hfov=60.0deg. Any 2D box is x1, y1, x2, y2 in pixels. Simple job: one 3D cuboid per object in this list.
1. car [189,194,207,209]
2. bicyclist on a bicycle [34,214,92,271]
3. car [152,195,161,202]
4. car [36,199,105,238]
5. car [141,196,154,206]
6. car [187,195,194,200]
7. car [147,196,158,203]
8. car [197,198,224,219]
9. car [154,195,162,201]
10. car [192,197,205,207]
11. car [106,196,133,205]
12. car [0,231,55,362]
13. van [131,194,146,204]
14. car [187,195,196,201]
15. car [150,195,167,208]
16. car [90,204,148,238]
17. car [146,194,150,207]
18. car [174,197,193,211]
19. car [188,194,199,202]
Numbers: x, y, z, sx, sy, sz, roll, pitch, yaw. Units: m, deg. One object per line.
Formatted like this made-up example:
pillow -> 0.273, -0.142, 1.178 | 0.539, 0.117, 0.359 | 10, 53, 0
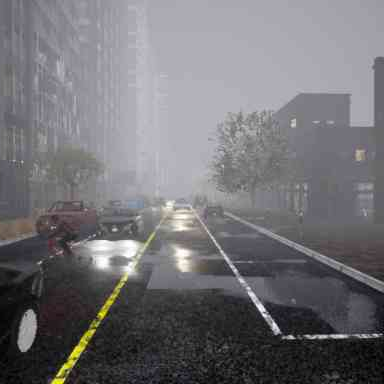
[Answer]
car -> 1.150, 1.300, 46.275 | 2.192, 1.841, 5.009 | -1, 0, -2
bicyclist on a bicycle -> -3.693, 1.452, 9.461 | 1.656, 1.620, 0.582 | -2, 0, -2
car -> -8.350, 1.498, 79.019 | 1.752, 1.417, 4.829 | -1, 0, -2
car -> -6.359, 1.310, 17.611 | 2.192, 1.841, 5.009 | -1, 0, -2
car -> -7.595, 1.506, 56.893 | 1.752, 1.417, 4.829 | -1, 0, -2
car -> -0.357, 1.551, 90.526 | 1.802, 1.307, 4.206 | -1, 0, -2
car -> -7.978, 1.522, 68.126 | 1.887, 1.381, 4.507 | -1, 0, -2
car -> 1.756, 1.542, 28.947 | 2.008, 1.369, 4.403 | -1, 0, -2
car -> -8.539, 1.496, 84.550 | 1.752, 1.417, 4.829 | -1, 0, -2
car -> 0.959, 1.509, 51.977 | 1.752, 1.417, 4.829 | -1, 0, -2
car -> -6.645, 1.431, 28.677 | 1.967, 1.590, 4.097 | -1, 0, -2
car -> -3.145, 1.477, 3.111 | 1.882, 1.535, 5.008 | 0, 0, -2
van -> -7.037, 1.328, 40.468 | 1.690, 1.788, 3.998 | -1, 0, -2
car -> -0.168, 1.537, 84.994 | 1.947, 1.339, 4.313 | -1, 0, -2
car -> -4.716, 1.489, 48.914 | 1.837, 1.490, 4.892 | 0, 0, -2
car -> -3.641, 1.557, 17.405 | 1.994, 1.385, 4.181 | 0, 0, -2
car -> -7.414, 1.298, 51.530 | 2.192, 1.841, 5.009 | -1, 0, -2
car -> -1.222, 1.589, 39.659 | 1.895, 1.301, 4.718 | 0, 0, -2
car -> 0.205, 1.290, 73.932 | 2.192, 1.841, 5.009 | -1, 0, -2
